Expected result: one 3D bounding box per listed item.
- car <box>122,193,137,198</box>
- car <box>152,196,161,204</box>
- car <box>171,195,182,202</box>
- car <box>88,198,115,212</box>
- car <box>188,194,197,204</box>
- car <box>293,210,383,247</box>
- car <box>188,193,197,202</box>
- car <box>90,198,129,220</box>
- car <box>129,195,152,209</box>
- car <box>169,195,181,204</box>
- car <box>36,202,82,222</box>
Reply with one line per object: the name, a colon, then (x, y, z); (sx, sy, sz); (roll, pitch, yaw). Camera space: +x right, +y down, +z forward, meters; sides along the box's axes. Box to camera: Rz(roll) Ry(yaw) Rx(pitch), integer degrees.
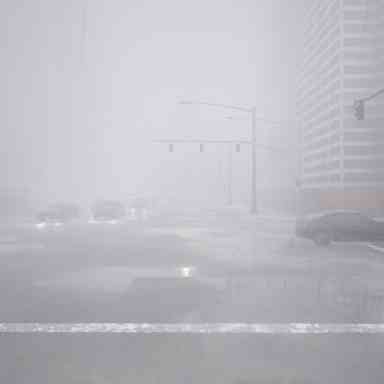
car: (-10.520, 1.223, 56.724); (2.150, 2.045, 5.566); (0, 0, 0)
car: (-6.978, 1.507, 63.168); (1.837, 1.490, 4.892); (0, -1, 1)
car: (-3.412, 1.354, 74.474); (2.128, 1.511, 4.902); (0, 0, 0)
car: (-10.554, 1.505, 39.247); (1.837, 1.490, 4.892); (0, 0, 0)
car: (0.075, 1.547, 64.185); (2.033, 1.411, 5.357); (0, 0, 0)
car: (6.773, 1.526, 14.255); (4.674, 1.442, 1.812); (0, 0, 10)
car: (0.087, 1.184, 74.440); (2.097, 1.767, 4.553); (0, 0, 0)
car: (-7.066, 1.505, 28.666); (1.837, 1.490, 4.892); (0, 0, 0)
car: (-7.042, 1.507, 45.528); (1.837, 1.490, 4.892); (0, -1, 0)
car: (-3.425, 1.491, 64.189); (2.128, 1.511, 4.902); (0, 0, 0)
car: (-10.569, 1.548, 26.941); (2.033, 1.411, 5.357); (0, 0, 0)
